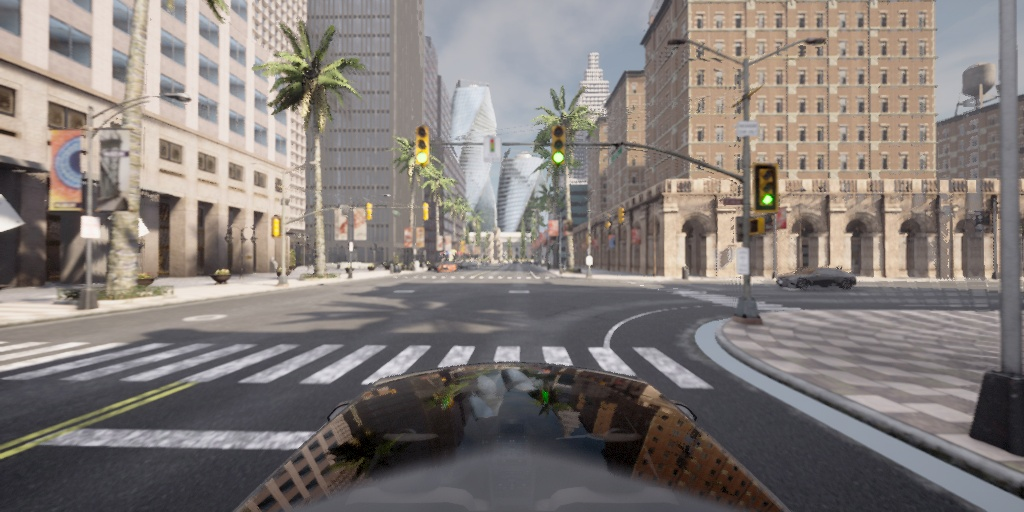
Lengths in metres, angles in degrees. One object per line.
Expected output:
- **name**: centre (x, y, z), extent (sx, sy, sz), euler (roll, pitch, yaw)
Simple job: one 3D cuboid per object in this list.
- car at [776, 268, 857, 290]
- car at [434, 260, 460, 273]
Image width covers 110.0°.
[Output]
- **car**: centre (20.588, 1.506, 24.341), extent (4.674, 1.442, 1.812), euler (0, -1, 1)
- **car**: centre (-9.379, 1.531, 52.344), extent (2.097, 1.767, 4.553), euler (0, 0, 1)
